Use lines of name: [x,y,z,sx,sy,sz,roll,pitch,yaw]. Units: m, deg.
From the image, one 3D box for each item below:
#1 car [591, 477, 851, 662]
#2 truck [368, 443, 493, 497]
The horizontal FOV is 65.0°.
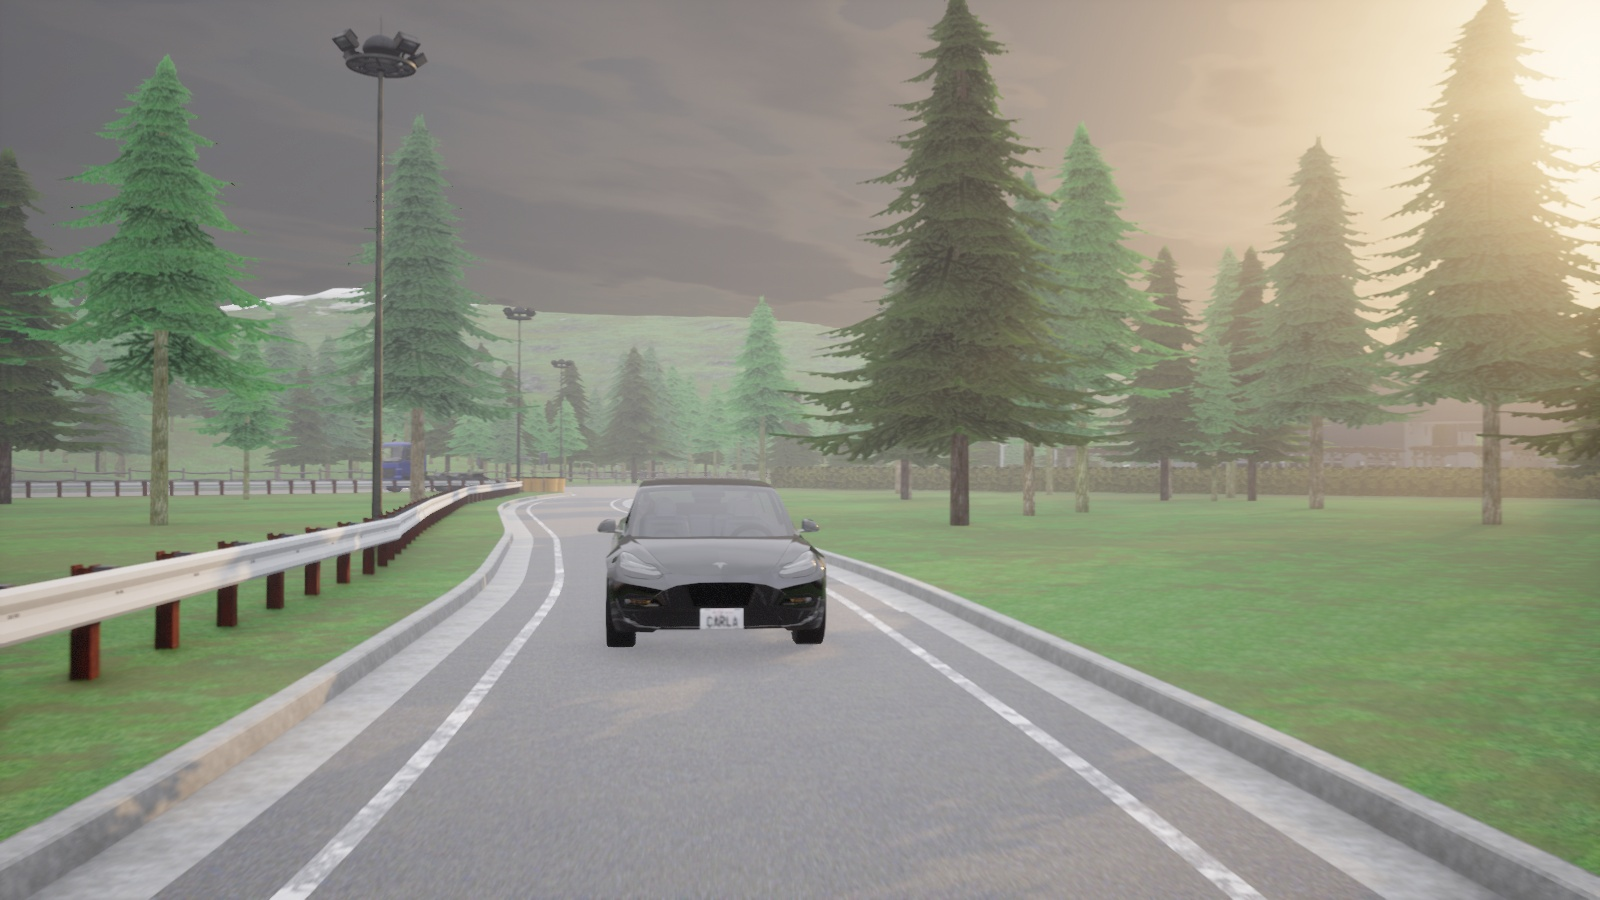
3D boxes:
car: [-0.963,1.034,12.832,2.163,1.488,4.792,0,-1,-8]
truck: [-24.743,1.361,84.517,2.891,3.462,7.936,-1,-1,35]
